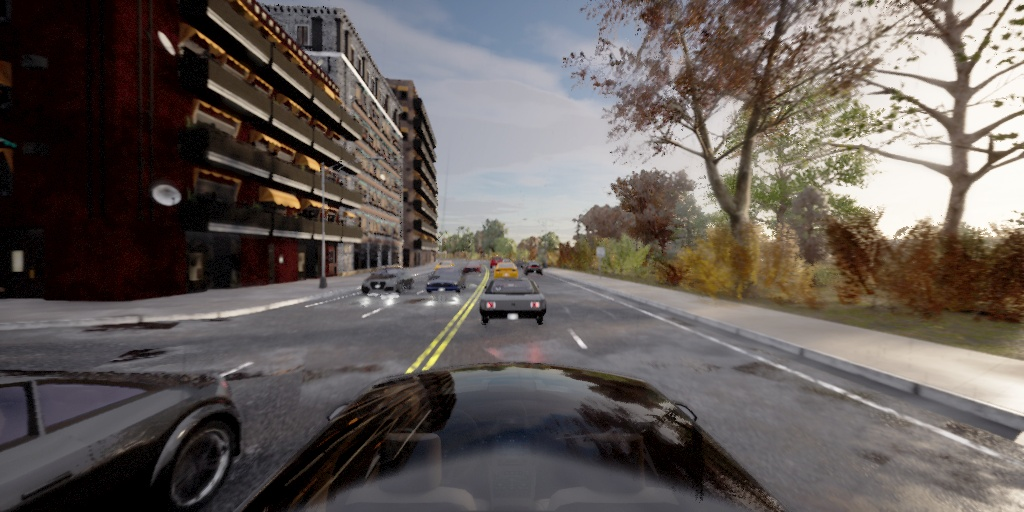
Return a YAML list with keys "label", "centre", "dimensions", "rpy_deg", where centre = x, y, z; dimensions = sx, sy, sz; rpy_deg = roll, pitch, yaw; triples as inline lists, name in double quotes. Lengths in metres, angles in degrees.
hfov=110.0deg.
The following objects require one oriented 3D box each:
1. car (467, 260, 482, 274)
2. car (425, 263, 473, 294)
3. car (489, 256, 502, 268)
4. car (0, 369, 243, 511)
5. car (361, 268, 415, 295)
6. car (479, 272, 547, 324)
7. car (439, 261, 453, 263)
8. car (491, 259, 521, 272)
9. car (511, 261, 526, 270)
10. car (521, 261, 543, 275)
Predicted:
- label: "car"
  centre: [-4.637, 1.307, 42.842]
  dimensions: [1.882, 1.535, 5.008]
  rpy_deg: [0, 0, -3]
- label: "car"
  centre: [-3.657, 1.339, 20.908]
  dimensions: [2.033, 1.411, 5.357]
  rpy_deg: [0, 0, -2]
- label: "car"
  centre: [-2.741, 1.079, 62.849]
  dimensions: [2.150, 2.045, 5.566]
  rpy_deg: [0, 0, -5]
- label: "car"
  centre: [-3.373, 1.316, 1.435]
  dimensions: [1.994, 1.385, 4.181]
  rpy_deg: [0, 0, 0]
- label: "car"
  centre: [-6.898, 1.358, 20.278]
  dimensions: [1.994, 1.385, 4.181]
  rpy_deg: [0, 0, -2]
- label: "car"
  centre: [-0.011, 1.372, 12.018]
  dimensions: [1.895, 1.301, 4.718]
  rpy_deg: [0, 0, -1]
- label: "car"
  centre: [-7.873, 1.311, 42.544]
  dimensions: [1.882, 1.535, 5.008]
  rpy_deg: [0, 0, -3]
- label: "car"
  centre: [-0.540, 1.282, 29.942]
  dimensions: [1.882, 1.535, 5.008]
  rpy_deg: [0, 0, -2]
- label: "car"
  centre: [1.010, 1.444, 57.187]
  dimensions: [1.895, 1.301, 4.718]
  rpy_deg: [0, 0, -4]
- label: "car"
  centre: [2.246, 1.323, 39.403]
  dimensions: [1.837, 1.490, 4.892]
  rpy_deg: [0, 0, -3]
